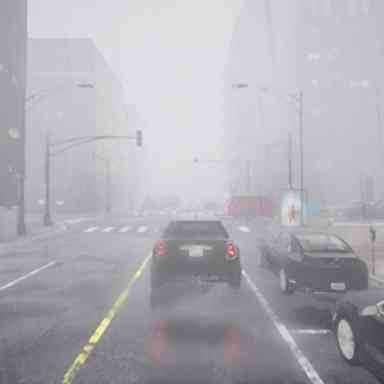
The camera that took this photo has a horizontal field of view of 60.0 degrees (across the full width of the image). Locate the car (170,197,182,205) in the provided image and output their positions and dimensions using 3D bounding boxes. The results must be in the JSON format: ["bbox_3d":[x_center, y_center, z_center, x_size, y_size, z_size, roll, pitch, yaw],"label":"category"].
[{"bbox_3d":[-3.087,1.829,66.123,2.128,1.511,4.902,0,0,0],"label":"car"}]

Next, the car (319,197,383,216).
[{"bbox_3d":[14.948,1.530,31.035,5.008,1.535,1.882,0,-1,2],"label":"car"}]

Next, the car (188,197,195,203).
[{"bbox_3d":[-0.113,1.940,85.973,1.837,1.490,4.892,0,0,0],"label":"car"}]

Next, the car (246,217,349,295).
[{"bbox_3d":[2.820,1.595,8.608,2.008,1.369,4.403,1,0,0],"label":"car"}]

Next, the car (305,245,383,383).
[{"bbox_3d":[2.827,1.567,3.038,2.008,1.369,4.403,1,0,0],"label":"car"}]

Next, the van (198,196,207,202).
[{"bbox_3d":[2.605,1.722,74.657,1.690,1.788,3.998,1,0,0],"label":"van"}]

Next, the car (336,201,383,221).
[{"bbox_3d":[13.670,1.530,25.254,4.206,1.307,1.802,0,-1,0],"label":"car"}]

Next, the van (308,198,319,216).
[{"bbox_3d":[13.720,1.453,33.636,3.998,1.788,1.690,0,-1,0],"label":"van"}]

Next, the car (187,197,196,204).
[{"bbox_3d":[-0.100,1.865,75.902,1.882,1.535,5.008,0,0,0],"label":"car"}]

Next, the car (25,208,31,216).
[{"bbox_3d":[-18.671,1.952,33.822,4.206,1.307,1.802,0,-1,0],"label":"car"}]

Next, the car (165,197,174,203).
[{"bbox_3d":[-5.793,2.005,85.826,1.947,1.339,4.313,1,0,0],"label":"car"}]

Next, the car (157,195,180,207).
[{"bbox_3d":[-3.182,1.458,46.485,2.150,2.045,5.566,0,0,0],"label":"car"}]

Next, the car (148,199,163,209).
[{"bbox_3d":[-5.748,1.811,52.400,1.887,1.381,4.507,1,0,0],"label":"car"}]

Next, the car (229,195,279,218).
[{"bbox_3d":[5.667,1.274,27.473,5.566,2.045,2.150,0,-3,-23],"label":"car"}]

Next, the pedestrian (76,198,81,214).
[{"bbox_3d":[-12.577,1.519,36.746,0.375,1.860,0.375,0,-1,0],"label":"pedestrian"}]

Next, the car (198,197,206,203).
[{"bbox_3d":[2.588,1.983,85.797,1.887,1.381,4.507,1,0,0],"label":"car"}]

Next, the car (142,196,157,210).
[{"bbox_3d":[-5.737,1.553,46.830,2.192,1.841,5.009,1,0,0],"label":"car"}]

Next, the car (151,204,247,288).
[{"bbox_3d":[0.090,1.399,9.530,2.097,1.767,4.553,0,0,0],"label":"car"}]

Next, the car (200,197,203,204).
[{"bbox_3d":[2.632,1.848,52.371,1.802,1.307,4.206,1,0,0],"label":"car"}]

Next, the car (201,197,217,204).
[{"bbox_3d":[2.639,1.804,46.800,1.947,1.339,4.313,1,0,0],"label":"car"}]
